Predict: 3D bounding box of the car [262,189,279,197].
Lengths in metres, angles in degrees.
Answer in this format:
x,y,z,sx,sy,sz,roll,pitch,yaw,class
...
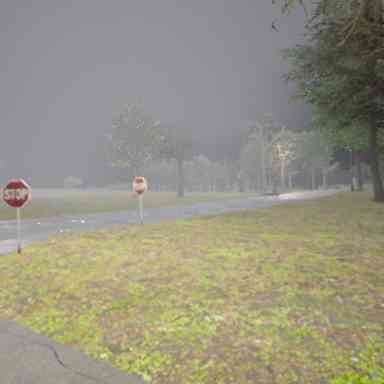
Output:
x,y,z,sx,sy,sz,roll,pitch,yaw,class
14.023,0.197,59.535,1.994,1.385,4.181,-3,1,34,car
